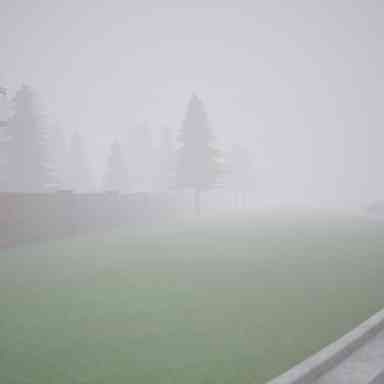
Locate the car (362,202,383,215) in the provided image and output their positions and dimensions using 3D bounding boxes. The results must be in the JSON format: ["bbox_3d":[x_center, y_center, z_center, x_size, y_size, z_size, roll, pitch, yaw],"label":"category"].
[{"bbox_3d":[20.683,1.804,36.704,2.033,1.411,5.357,-1,-1,6],"label":"car"}]

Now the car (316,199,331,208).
[{"bbox_3d":[23.912,2.055,60.407,1.812,1.442,4.674,-1,-1,9],"label":"car"}]
